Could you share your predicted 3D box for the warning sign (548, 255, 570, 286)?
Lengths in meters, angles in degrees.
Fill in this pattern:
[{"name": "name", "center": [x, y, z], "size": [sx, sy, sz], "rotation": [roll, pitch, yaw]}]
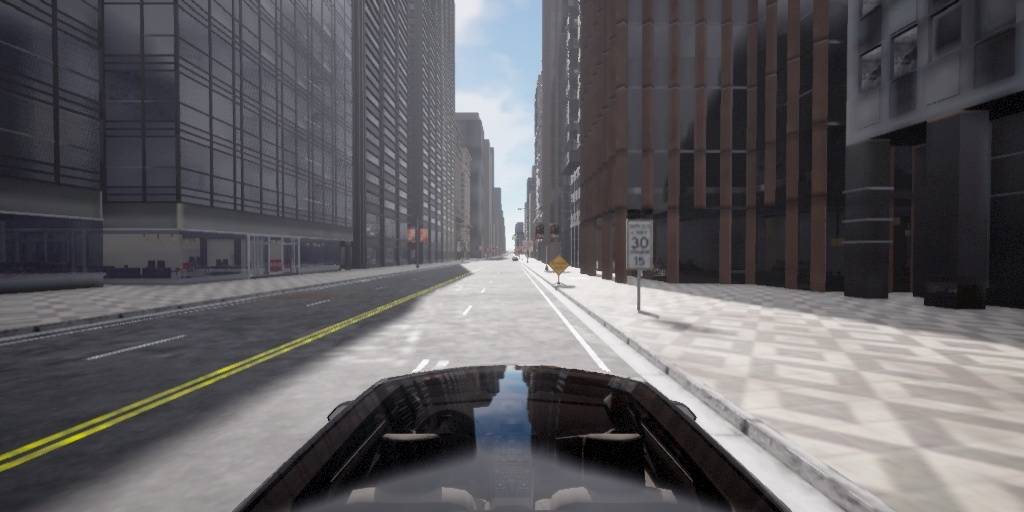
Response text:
[{"name": "warning sign", "center": [2.849, 0.845, 21.920], "size": [1.300, 1.860, 1.060], "rotation": [0, 0, 0]}]
